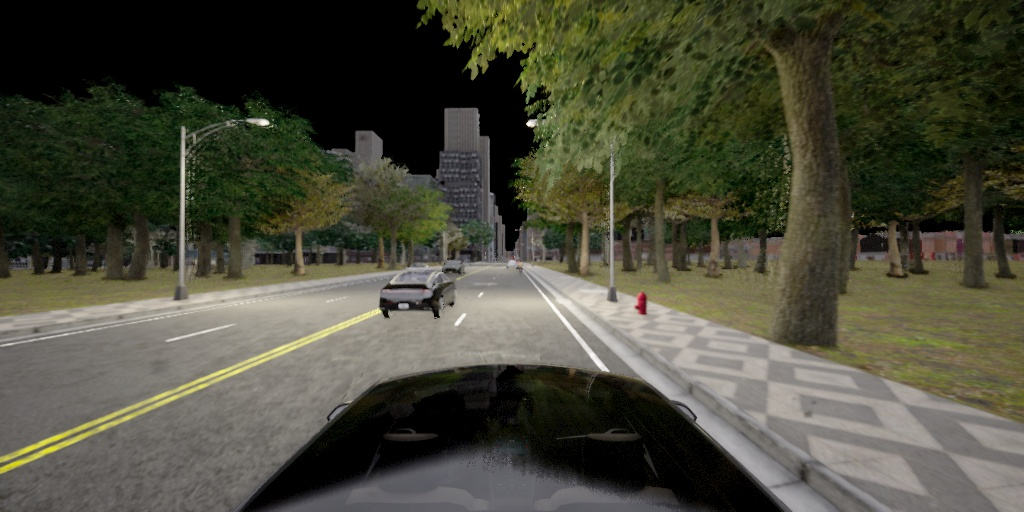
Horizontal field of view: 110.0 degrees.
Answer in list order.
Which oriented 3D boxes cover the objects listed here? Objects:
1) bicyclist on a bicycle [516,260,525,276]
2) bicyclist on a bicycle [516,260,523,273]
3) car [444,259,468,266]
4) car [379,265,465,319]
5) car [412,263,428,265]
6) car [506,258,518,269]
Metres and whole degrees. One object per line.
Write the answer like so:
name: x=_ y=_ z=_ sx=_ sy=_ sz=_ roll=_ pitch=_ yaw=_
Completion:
bicyclist on a bicycle: x=0.890 y=1.267 z=36.693 sx=0.866 sy=1.612 sz=1.509 roll=0 pitch=0 yaw=0
bicyclist on a bicycle: x=0.907 y=1.310 z=46.541 sx=0.866 sy=1.612 sz=1.509 roll=0 pitch=0 yaw=0
car: x=-6.587 y=1.198 z=40.578 sx=2.097 sy=1.767 sz=4.553 roll=0 pitch=0 yaw=0
car: x=-3.151 y=1.251 z=12.852 sx=2.128 sy=1.511 sz=4.902 roll=0 pitch=0 yaw=0
car: x=-9.842 y=1.436 z=37.828 sx=1.895 sy=1.301 sz=4.718 roll=0 pitch=0 yaw=0
car: x=0.032 y=1.477 z=62.710 sx=1.812 sy=1.442 sz=4.674 roll=0 pitch=0 yaw=1
